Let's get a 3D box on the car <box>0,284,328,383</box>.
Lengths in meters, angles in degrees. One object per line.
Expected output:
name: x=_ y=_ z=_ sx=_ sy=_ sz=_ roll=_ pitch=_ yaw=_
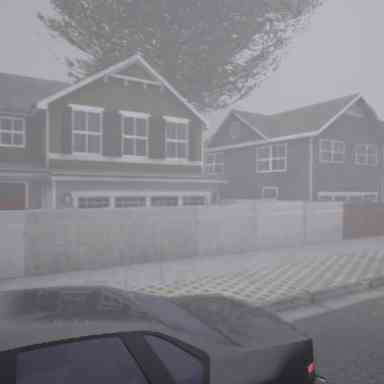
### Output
car: x=-1.429 y=1.499 z=2.213 sx=5.357 sy=1.411 sz=2.033 roll=0 pitch=1 yaw=-31
